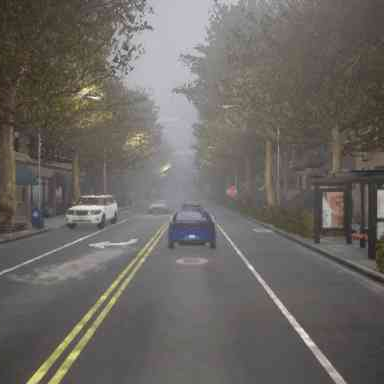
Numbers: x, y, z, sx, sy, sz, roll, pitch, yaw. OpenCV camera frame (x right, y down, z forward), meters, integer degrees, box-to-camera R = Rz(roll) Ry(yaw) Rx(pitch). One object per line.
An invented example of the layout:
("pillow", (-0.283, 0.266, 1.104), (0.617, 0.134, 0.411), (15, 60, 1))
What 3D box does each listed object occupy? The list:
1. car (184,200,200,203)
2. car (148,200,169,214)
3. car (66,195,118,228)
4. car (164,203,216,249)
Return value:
("car", (0.000, 1.493, 29.650), (2.128, 1.511, 4.902), (0, 0, 0))
("car", (-3.500, 1.558, 35.650), (1.812, 1.442, 4.674), (0, 0, 0))
("car", (-6.553, 1.226, 22.435), (2.435, 2.045, 5.566), (0, 0, 0))
("car", (0.000, 1.483, 14.650), (1.882, 1.535, 5.008), (0, 0, 0))
